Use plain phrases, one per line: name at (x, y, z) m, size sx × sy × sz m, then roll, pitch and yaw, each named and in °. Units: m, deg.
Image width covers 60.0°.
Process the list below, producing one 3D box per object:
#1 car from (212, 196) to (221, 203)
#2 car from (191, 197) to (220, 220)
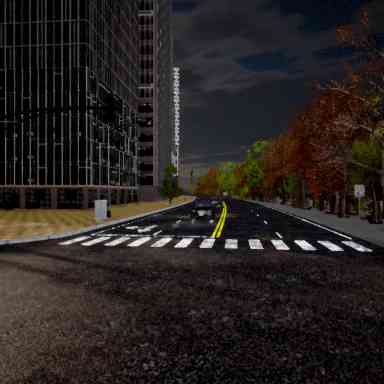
car at (3.809, 1.486, 55.313) m, size 2.128 × 1.511 × 4.902 m, roll 0°, pitch 0°, yaw 5°
car at (1.024, 1.501, 28.717) m, size 2.128 × 1.511 × 4.902 m, roll 0°, pitch 0°, yaw 7°
